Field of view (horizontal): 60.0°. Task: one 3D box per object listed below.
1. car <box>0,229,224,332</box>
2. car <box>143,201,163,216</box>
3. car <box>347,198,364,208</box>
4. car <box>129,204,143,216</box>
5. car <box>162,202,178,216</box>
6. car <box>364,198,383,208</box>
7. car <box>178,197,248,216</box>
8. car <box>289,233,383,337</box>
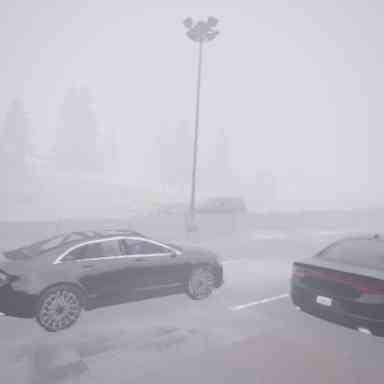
[{"bbox_3d":[-1.517,1.541,6.939,4.902,1.511,2.128,1,-1,-35],"label":"car"},{"bbox_3d":[-1.972,1.734,32.554,4.892,1.490,1.837,0,0,-35],"label":"car"},{"bbox_3d":[29.488,1.892,58.927,4.553,1.767,2.097,1,-1,-35],"label":"car"},{"bbox_3d":[-4.214,1.716,35.256,5.008,1.535,1.882,0,0,-35],"label":"car"},{"bbox_3d":[-0.126,1.781,29.574,4.181,1.385,1.994,0,0,-35],"label":"car"},{"bbox_3d":[31.628,1.882,56.161,4.553,1.767,2.097,1,-1,-35],"label":"car"},{"bbox_3d":[2.034,1.429,26.818,5.566,2.045,2.150,0,0,-35],"label":"car"},{"bbox_3d":[4.074,1.558,6.599,5.008,1.535,1.882,0,0,-35],"label":"car"}]
